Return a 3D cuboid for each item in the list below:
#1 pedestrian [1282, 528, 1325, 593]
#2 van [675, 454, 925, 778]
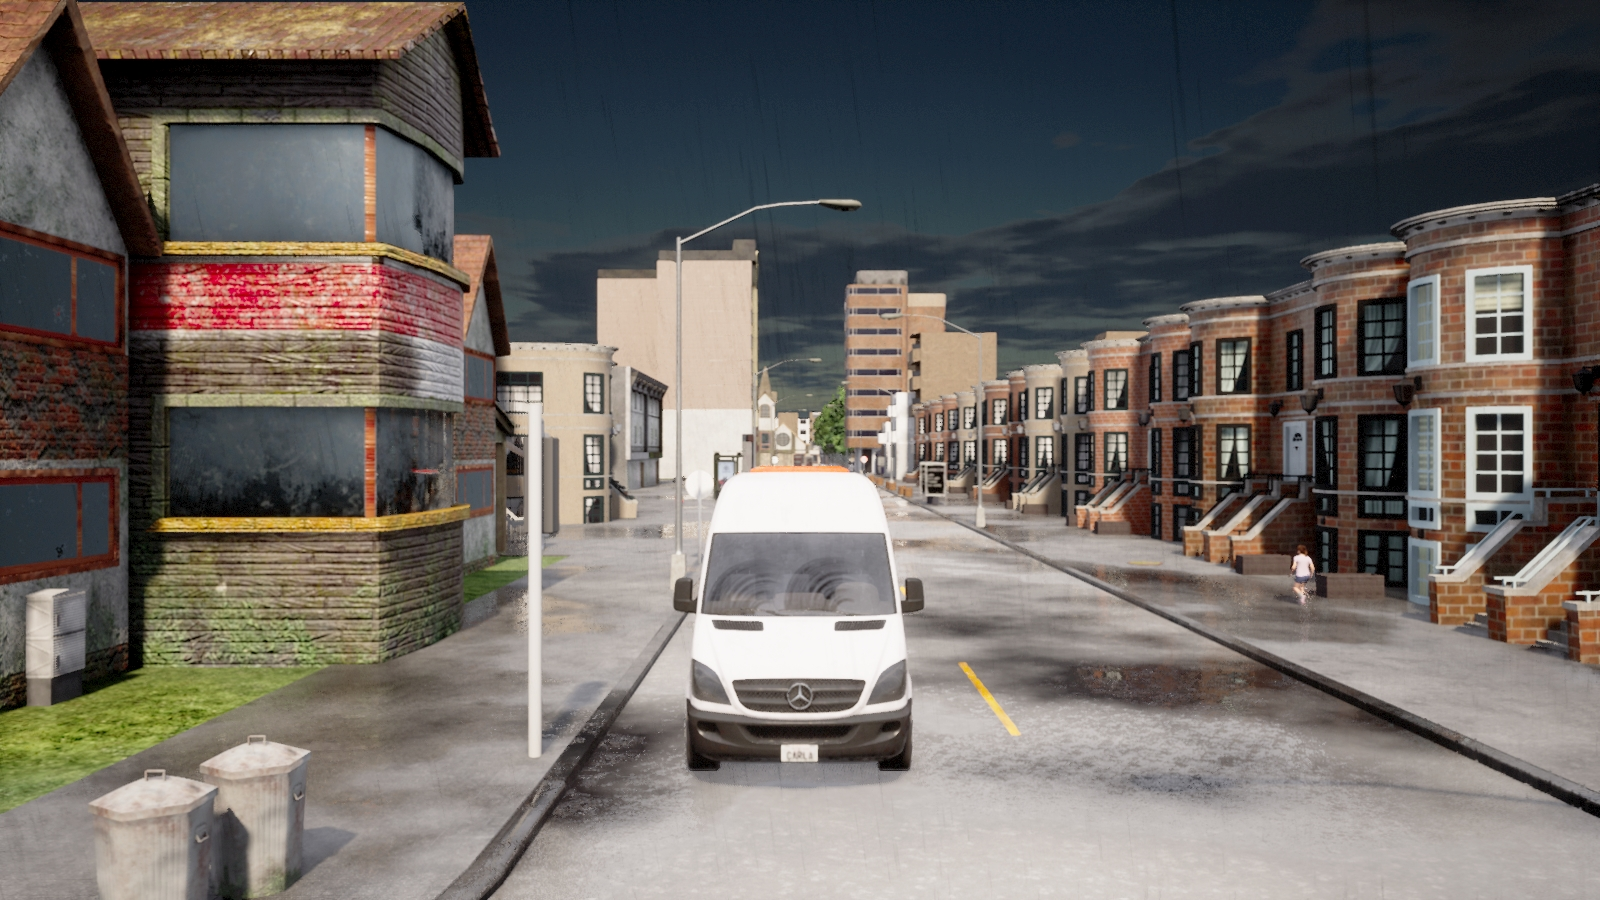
[{"bbox_3d":[8.862,1.934,20.111,0.500,1.100,0.500,0,0,-8],"label":"pedestrian"},{"bbox_3d":[-0.003,1.333,12.057,1.988,2.561,5.915,0,0,0],"label":"van"}]
